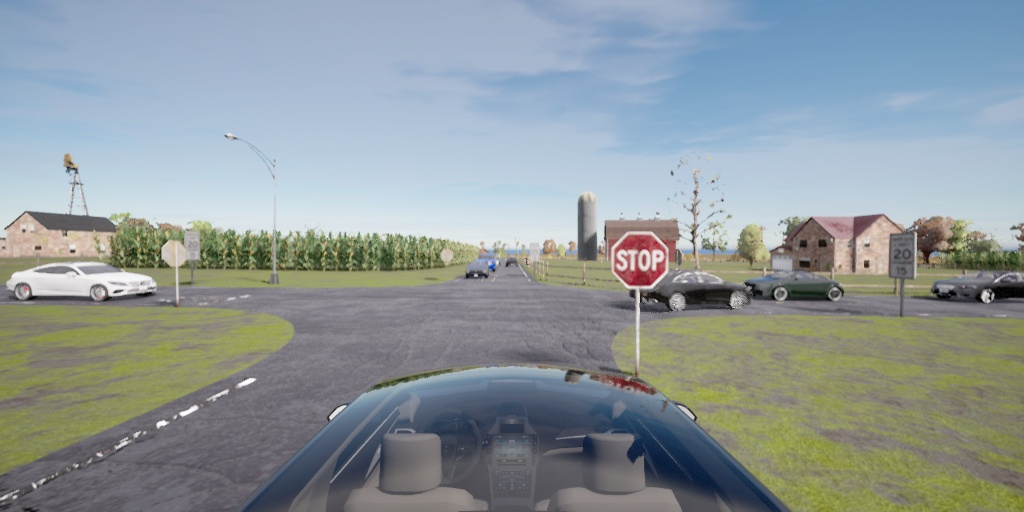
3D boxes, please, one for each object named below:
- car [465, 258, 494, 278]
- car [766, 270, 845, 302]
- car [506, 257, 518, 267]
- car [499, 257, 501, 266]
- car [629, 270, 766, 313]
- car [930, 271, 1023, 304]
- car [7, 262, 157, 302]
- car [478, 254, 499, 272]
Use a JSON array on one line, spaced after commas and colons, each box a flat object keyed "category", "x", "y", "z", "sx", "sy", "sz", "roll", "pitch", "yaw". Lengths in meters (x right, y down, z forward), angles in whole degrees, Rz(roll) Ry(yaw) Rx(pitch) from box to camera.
[{"category": "car", "x": -2.888, "y": 1.118, "z": 30.950, "sx": 2.033, "sy": 1.411, "sz": 5.357, "roll": 0, "pitch": 0, "yaw": -1}, {"category": "car", "x": 13.595, "y": 1.408, "z": 17.549, "sx": 4.181, "sy": 1.385, "sz": 1.994, "roll": 1, "pitch": 1, "yaw": -2}, {"category": "car", "x": -0.020, "y": 0.928, "z": 58.159, "sx": 1.837, "sy": 1.490, "sz": 4.892, "roll": 0, "pitch": 0, "yaw": 0}, {"category": "car", "x": -2.938, "y": 0.987, "z": 50.907, "sx": 1.812, "sy": 1.442, "sz": 4.674, "roll": 0, "pitch": 0, "yaw": 0}, {"category": "car", "x": 7.064, "y": 1.298, "z": 14.185, "sx": 4.902, "sy": 1.511, "sz": 2.128, "roll": 1, "pitch": 0, "yaw": -16}, {"category": "car", "x": 23.640, "y": 1.474, "z": 17.600, "sx": 4.902, "sy": 1.511, "sz": 2.128, "roll": 1, "pitch": 1, "yaw": 0}, {"category": "car", "x": -17.166, "y": 0.981, "z": 14.413, "sx": 4.674, "sy": 1.442, "sz": 1.812, "roll": 1, "pitch": 1, "yaw": 0}, {"category": "car", "x": -2.928, "y": 0.735, "z": 41.129, "sx": 2.150, "sy": 2.045, "sz": 5.566, "roll": 0, "pitch": 0, "yaw": 0}]
